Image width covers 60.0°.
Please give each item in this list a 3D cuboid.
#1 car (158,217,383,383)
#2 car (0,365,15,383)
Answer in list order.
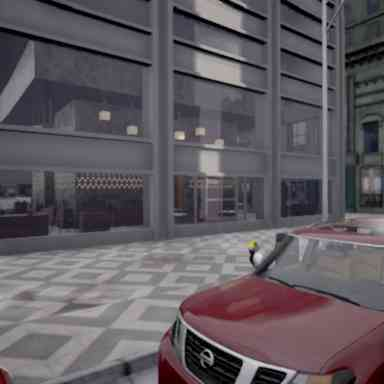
[{"bbox_3d":[2.083,1.308,4.036,5.009,1.841,2.192,0,0,-36],"label":"car"},{"bbox_3d":[-2.494,1.443,0.746,4.097,1.590,1.967,0,0,-36],"label":"car"}]
